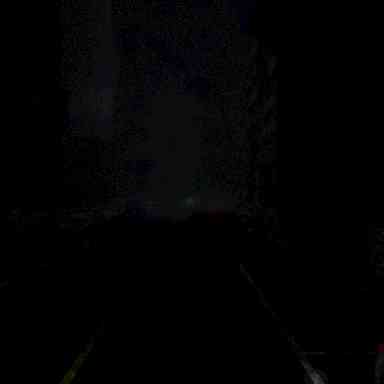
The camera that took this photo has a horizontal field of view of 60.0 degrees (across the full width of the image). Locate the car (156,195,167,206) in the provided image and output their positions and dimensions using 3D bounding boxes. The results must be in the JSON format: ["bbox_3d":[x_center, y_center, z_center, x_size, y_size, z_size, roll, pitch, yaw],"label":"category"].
[{"bbox_3d":[-5.745,1.685,56.090,1.947,1.339,4.313,0,0,0],"label":"car"}]

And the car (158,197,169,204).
[{"bbox_3d":[-5.742,1.671,66.796,1.752,1.417,4.829,0,0,0],"label":"car"}]

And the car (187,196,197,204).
[{"bbox_3d":[0.022,1.612,67.483,1.882,1.535,5.008,0,0,0],"label":"car"}]

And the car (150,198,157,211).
[{"bbox_3d":[-5.750,1.632,39.778,2.008,1.369,4.403,0,0,0],"label":"car"}]

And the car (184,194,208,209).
[{"bbox_3d":[0.354,1.319,46.856,2.150,2.045,5.566,0,0,11],"label":"car"}]

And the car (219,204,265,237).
[{"bbox_3d":[2.768,1.587,18.024,2.008,1.369,4.403,0,0,0],"label":"car"}]

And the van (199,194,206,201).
[{"bbox_3d":[2.790,1.545,88.713,1.690,1.788,3.998,0,0,0],"label":"van"}]

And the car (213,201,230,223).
[{"bbox_3d":[2.770,1.592,23.462,1.887,1.381,4.507,0,0,0],"label":"car"}]

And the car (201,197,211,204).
[{"bbox_3d":[2.783,1.691,66.963,1.887,1.381,4.507,0,0,0],"label":"car"}]

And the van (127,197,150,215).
[{"bbox_3d":[-5.752,1.411,34.341,1.690,1.788,3.998,0,0,0],"label":"van"}]

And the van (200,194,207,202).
[{"bbox_3d":[2.788,1.531,83.276,1.690,1.788,3.998,0,0,0],"label":"van"}]

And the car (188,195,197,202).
[{"bbox_3d":[0.027,1.606,82.378,2.128,1.511,4.902,0,0,0],"label":"car"}]

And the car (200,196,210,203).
[{"bbox_3d":[2.785,1.600,72.400,1.967,1.590,4.097,0,0,0],"label":"car"}]

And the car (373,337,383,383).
[{"bbox_3d":[2.763,1.444,1.712,1.967,1.590,4.097,0,0,0],"label":"car"}]

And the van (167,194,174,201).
[{"bbox_3d":[-5.735,1.545,88.716,1.690,1.788,3.998,0,0,0],"label":"van"}]

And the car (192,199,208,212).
[{"bbox_3d":[0.914,1.610,40.605,1.812,1.442,4.674,0,0,0],"label":"car"}]

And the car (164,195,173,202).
[{"bbox_3d":[-5.737,1.629,83.278,1.967,1.590,4.097,0,0,0],"label":"car"}]

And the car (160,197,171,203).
[{"bbox_3d":[-5.740,1.726,72.403,1.947,1.339,4.313,0,0,0],"label":"car"}]

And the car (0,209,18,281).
[{"bbox_3d":[-5.761,1.329,7.153,2.192,1.841,5.009,0,0,0],"label":"car"}]

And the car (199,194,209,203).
[{"bbox_3d":[2.786,1.490,77.838,2.192,1.841,5.009,0,0,0],"label":"car"}]

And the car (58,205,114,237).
[{"bbox_3d":[-5.757,1.617,18.027,1.802,1.307,4.206,0,0,0],"label":"car"}]

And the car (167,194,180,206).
[{"bbox_3d":[-3.044,1.614,57.313,2.128,1.511,4.902,0,0,1],"label":"car"}]

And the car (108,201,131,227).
[{"bbox_3d":[-5.755,1.571,23.295,1.752,1.417,4.829,0,0,0],"label":"car"}]

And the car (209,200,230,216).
[{"bbox_3d":[2.773,1.596,34.507,1.752,1.417,4.829,0,0,0],"label":"car"}]

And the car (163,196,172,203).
[{"bbox_3d":[-5.738,1.699,77.671,1.752,1.417,4.829,0,0,0],"label":"car"}]

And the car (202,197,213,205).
[{"bbox_3d":[2.782,1.658,61.695,1.752,1.417,4.829,0,0,0],"label":"car"}]

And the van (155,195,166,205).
[{"bbox_3d":[-5.744,1.473,61.528,1.690,1.788,3.998,0,0,0],"label":"van"}]

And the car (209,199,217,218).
[{"bbox_3d":[2.772,1.603,28.900,1.887,1.381,4.507,0,0,0],"label":"car"}]

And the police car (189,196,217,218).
[{"bbox_3d":[0.900,1.488,30.714,1.930,1.638,5.238,0,0,0],"label":"police car"}]
